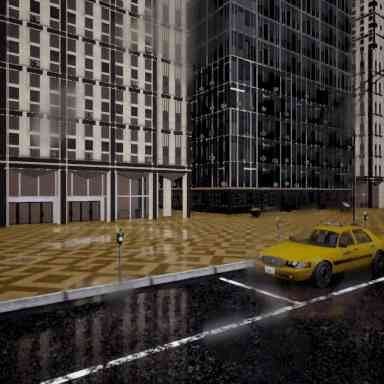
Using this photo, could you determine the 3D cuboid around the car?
[{"bbox_3d":[3.800,1.526,9.253,4.829,1.417,1.752,0,0,-35],"label":"car"}]
